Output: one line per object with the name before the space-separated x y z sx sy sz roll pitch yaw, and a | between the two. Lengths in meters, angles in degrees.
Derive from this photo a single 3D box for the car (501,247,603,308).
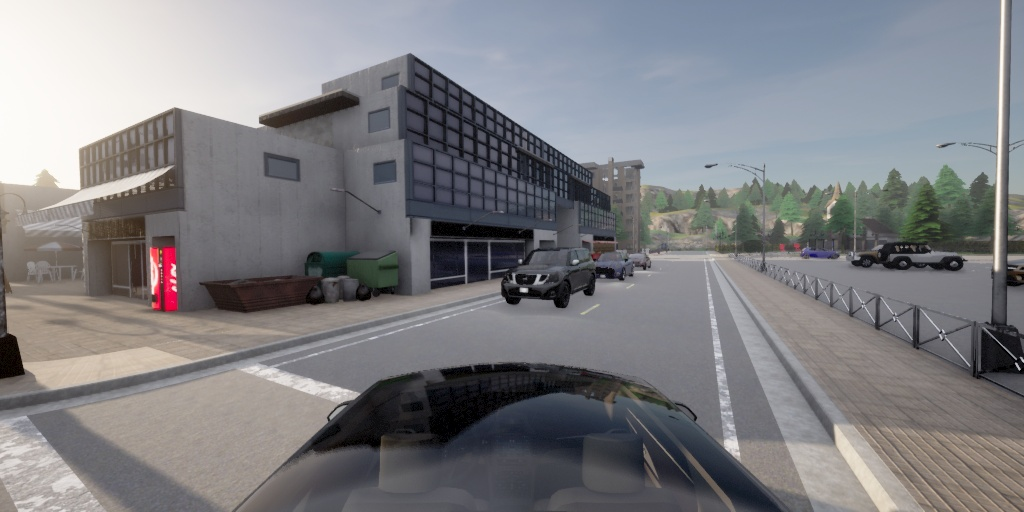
car | 1.677 0.674 13.995 2.150 2.045 5.566 0 2 28

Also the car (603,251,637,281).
car | 6.300 0.530 22.677 2.097 1.767 4.553 0 2 28

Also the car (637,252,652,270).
car | 11.114 0.418 31.706 1.812 1.442 4.674 0 2 28
